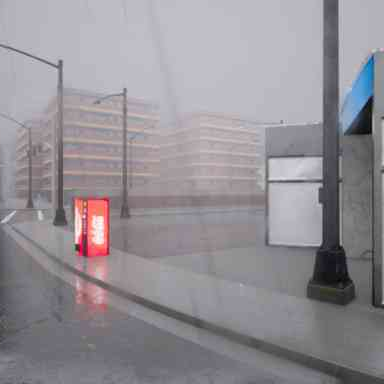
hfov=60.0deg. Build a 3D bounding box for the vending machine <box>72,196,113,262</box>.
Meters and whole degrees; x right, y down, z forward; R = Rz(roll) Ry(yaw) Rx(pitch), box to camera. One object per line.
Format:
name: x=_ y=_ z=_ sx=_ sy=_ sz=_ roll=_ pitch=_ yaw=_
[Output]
vending machine: x=-3.388 y=1.193 z=11.293 sx=1.100 sy=2.100 sz=0.880 roll=0 pitch=0 yaw=-36
